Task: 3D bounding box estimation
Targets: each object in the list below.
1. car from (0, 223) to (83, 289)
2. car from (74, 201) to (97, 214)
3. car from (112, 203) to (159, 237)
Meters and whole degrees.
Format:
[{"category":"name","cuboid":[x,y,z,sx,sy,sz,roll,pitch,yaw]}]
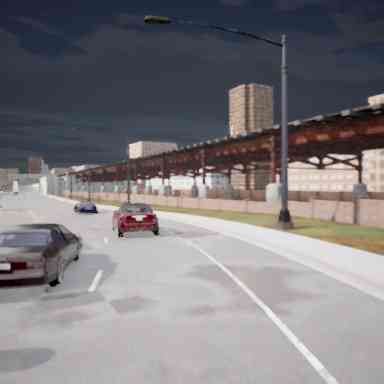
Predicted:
[{"category":"car","cuboid":[-4.338,1.590,9.308,2.033,1.411,5.357,-1,0,-10]},{"category":"car","cuboid":[-12.061,1.701,37.553,1.994,1.385,4.181,-1,0,-27]},{"category":"car","cuboid":[-3.266,1.371,18.623,2.097,1.767,4.553,-1,0,-17]}]
